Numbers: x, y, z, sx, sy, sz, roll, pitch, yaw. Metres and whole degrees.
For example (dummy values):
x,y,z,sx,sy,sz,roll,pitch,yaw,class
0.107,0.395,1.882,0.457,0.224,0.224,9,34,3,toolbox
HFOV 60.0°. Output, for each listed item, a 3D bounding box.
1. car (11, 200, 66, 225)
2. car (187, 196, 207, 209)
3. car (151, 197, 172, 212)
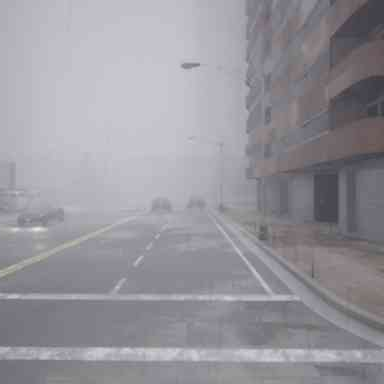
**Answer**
x,y,z,sx,sy,sz,roll,pitch,yaw,class
-10.581,1.511,23.767,1.812,1.442,4.674,0,0,0,car
0.721,1.322,44.623,2.097,1.767,4.553,0,0,10,car
-3.389,1.328,37.626,2.097,1.767,4.553,0,0,0,car
